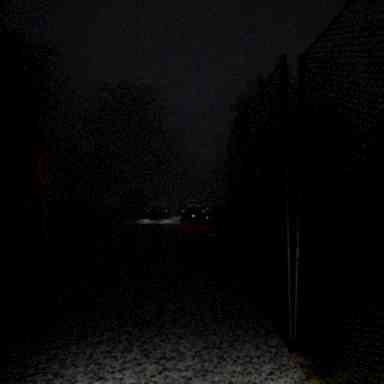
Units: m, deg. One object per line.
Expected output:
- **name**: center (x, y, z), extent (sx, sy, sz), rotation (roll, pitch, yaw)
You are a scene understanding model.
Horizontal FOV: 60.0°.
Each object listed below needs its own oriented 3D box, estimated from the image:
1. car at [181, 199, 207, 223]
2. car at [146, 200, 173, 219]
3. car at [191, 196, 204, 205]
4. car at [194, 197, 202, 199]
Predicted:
- **car**: center (0.125, 1.471, 25.002), extent (1.812, 1.442, 4.674), rotation (0, 0, 1)
- **car**: center (-2.743, 1.438, 28.832), extent (1.882, 1.535, 5.008), rotation (0, 0, 1)
- **car**: center (1.183, 1.848, 69.585), extent (2.097, 1.767, 4.553), rotation (0, -1, 10)
- **car**: center (0.771, 1.616, 41.808), extent (1.994, 1.385, 4.181), rotation (0, 0, 4)
